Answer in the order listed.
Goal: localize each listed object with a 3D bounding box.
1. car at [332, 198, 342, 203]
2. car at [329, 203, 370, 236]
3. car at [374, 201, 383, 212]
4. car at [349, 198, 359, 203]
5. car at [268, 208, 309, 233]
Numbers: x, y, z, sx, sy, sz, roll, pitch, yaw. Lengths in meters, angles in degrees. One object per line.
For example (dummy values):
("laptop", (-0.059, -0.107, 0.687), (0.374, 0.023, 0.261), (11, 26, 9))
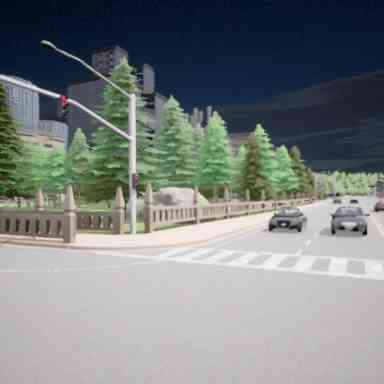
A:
("car", (33.409, 2.024, 76.527), (1.882, 1.535, 5.008), (-1, -1, 26))
("car", (9.362, 1.631, 19.753), (2.128, 1.511, 4.902), (-1, -1, 26))
("car", (24.890, 1.825, 43.171), (1.994, 1.385, 4.181), (-1, -1, 26))
("car", (36.539, 2.097, 74.957), (1.895, 1.301, 4.718), (-1, -1, 26))
("car", (6.273, 1.748, 21.402), (1.994, 1.385, 4.181), (-1, -1, 26))
